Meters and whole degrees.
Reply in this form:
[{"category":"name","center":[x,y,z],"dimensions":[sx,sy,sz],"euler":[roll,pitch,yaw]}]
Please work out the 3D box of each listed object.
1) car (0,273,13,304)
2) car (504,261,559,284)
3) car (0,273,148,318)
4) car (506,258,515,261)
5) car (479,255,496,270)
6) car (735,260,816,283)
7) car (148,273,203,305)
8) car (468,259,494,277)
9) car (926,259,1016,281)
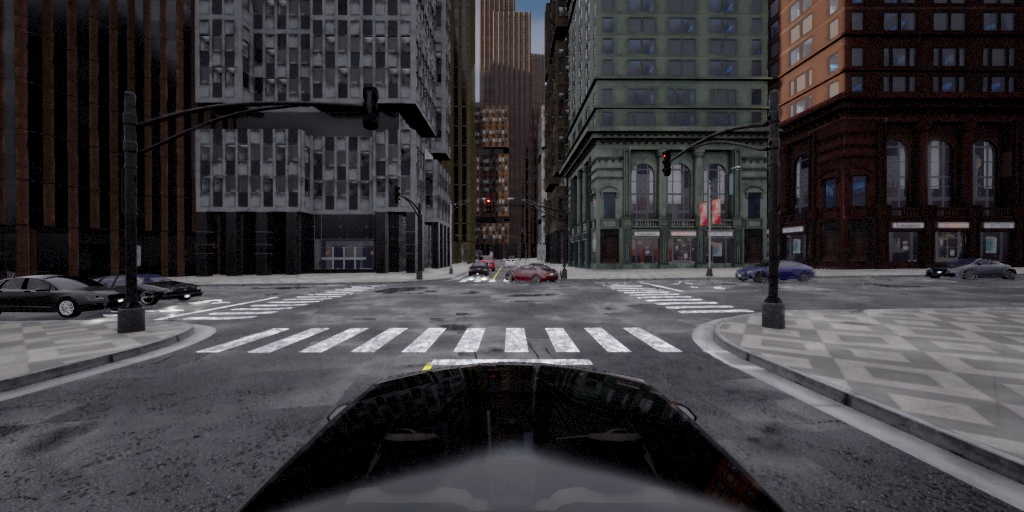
[{"category":"car","center":[-27.350,1.609,16.942],"dimensions":[4.892,1.490,1.837],"euler":[-1,0,0]},{"category":"car","center":[1.450,1.281,26.682],"dimensions":[1.994,1.385,4.181],"euler":[-1,0,-44]},{"category":"car","center":[-17.420,1.492,13.717],"dimensions":[4.892,1.490,1.837],"euler":[-1,0,0]},{"category":"car","center":[-0.224,1.217,57.807],"dimensions":[1.812,1.442,4.674],"euler":[0,0,0]},{"category":"car","center":[-3.332,0.934,46.872],"dimensions":[2.150,2.045,5.566],"euler":[0,0,-1]},{"category":"car","center":[17.404,0.998,23.767],"dimensions":[4.674,1.442,1.812],"euler":[-1,0,0]},{"category":"car","center":[-17.863,1.523,17.023],"dimensions":[5.357,1.411,2.033],"euler":[-1,0,5]},{"category":"car","center":[-3.236,1.276,36.193],"dimensions":[2.033,1.411,5.357],"euler":[0,0,0]},{"category":"car","center":[30.354,0.871,23.801],"dimensions":[4.181,1.385,1.994],"euler":[-1,0,0]}]
